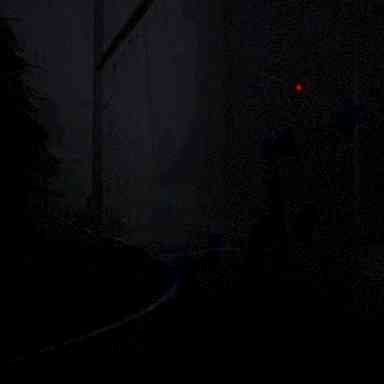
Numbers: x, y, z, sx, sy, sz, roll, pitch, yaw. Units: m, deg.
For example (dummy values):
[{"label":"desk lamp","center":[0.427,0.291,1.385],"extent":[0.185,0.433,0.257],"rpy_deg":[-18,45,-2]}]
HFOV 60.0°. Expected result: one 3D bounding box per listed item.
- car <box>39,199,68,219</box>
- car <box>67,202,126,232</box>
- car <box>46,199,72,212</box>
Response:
[{"label":"car","center":[-11.570,1.541,28.211],"extent":[1.882,1.535,5.008],"rpy_deg":[0,0,-36]},{"label":"car","center":[-5.704,1.542,20.199],"extent":[1.882,1.535,5.008],"rpy_deg":[0,0,-36]},{"label":"car","center":[-16.433,1.593,41.064],"extent":[1.837,1.490,4.892],"rpy_deg":[0,0,-36]}]
